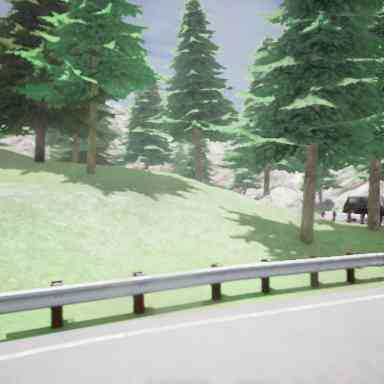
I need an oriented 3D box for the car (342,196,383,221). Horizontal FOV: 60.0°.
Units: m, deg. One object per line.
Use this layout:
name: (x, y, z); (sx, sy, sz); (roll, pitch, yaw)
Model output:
car: (14.347, 1.353, 25.733); (2.150, 2.045, 5.566); (0, 0, -22)
